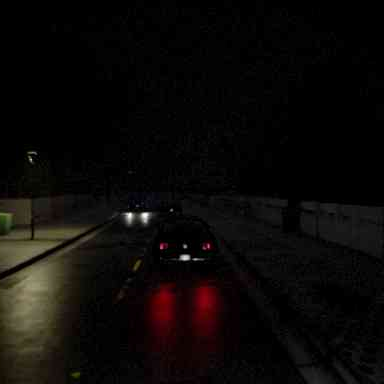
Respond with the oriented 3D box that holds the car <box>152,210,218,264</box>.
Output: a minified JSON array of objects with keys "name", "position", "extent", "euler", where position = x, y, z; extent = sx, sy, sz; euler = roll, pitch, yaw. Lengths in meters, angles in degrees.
[{"name":"car","position":[-0.304,1.532,11.514],"extent":[1.895,1.301,4.718],"euler":[0,0,-3]}]

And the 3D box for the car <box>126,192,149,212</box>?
[{"name":"car","position":[-5.875,1.022,35.980],"extent":[2.150,2.045,5.566],"euler":[0,0,-9]}]

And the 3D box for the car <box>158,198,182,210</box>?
[{"name":"car","position":[-1.982,1.310,29.590],"extent":[1.882,1.535,5.008],"euler":[0,0,-7]}]
